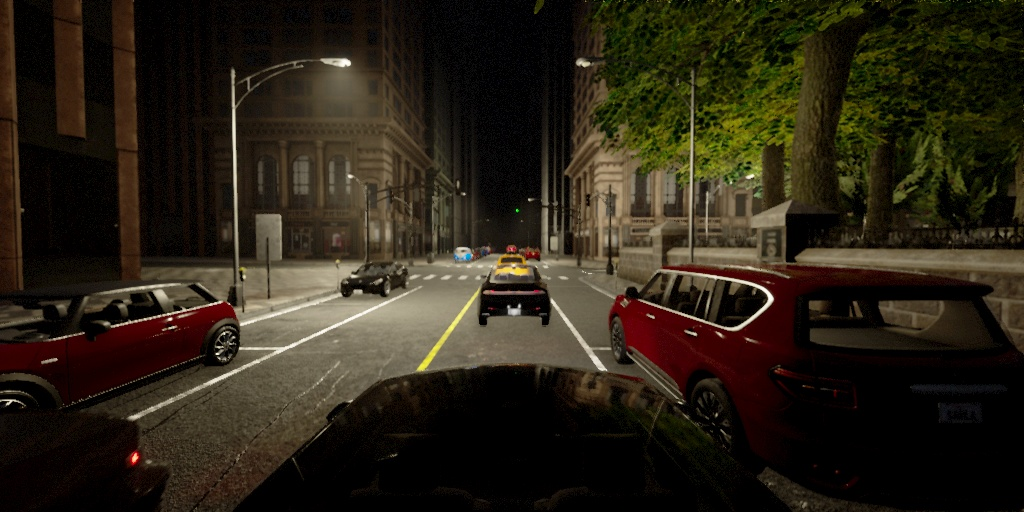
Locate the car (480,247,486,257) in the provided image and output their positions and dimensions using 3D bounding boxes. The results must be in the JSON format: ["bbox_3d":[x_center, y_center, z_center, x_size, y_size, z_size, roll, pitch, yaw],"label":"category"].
[{"bbox_3d":[-5.827,-0.284,58.610,1.948,1.339,4.313,0,0,0],"label":"car"}]

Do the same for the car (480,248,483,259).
[{"bbox_3d":[-5.821,-0.156,53.171,1.888,1.381,4.507,0,0,0],"label":"car"}]

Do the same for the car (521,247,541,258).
[{"bbox_3d":[2.711,-0.238,47.751,2.192,1.841,5.009,0,0,0],"label":"car"}]

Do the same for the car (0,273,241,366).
[{"bbox_3d":[-5.765,1.108,4.604,1.967,1.591,4.097,0,0,0],"label":"car"}]

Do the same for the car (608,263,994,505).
[{"bbox_3d":[2.760,0.981,4.625,2.192,1.841,5.009,0,0,0],"label":"car"}]

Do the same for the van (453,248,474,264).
[{"bbox_3d":[-5.808,-0.061,42.294,1.690,1.789,3.998,0,0,0],"label":"van"}]

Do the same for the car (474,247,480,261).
[{"bbox_3d":[-5.815,-0.112,47.732,1.967,1.591,4.097,0,0,0],"label":"car"}]

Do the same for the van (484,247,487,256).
[{"bbox_3d":[-5.833,-0.657,64.050,1.690,1.789,3.998,0,0,0],"label":"van"}]

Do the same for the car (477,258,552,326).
[{"bbox_3d":[0.060,0.988,10.582,2.128,1.511,4.902,0,2,0],"label":"car"}]

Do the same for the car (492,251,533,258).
[{"bbox_3d":[-0.020,0.679,20.859,1.882,1.535,5.008,0,2,0],"label":"car"}]

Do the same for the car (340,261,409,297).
[{"bbox_3d":[-5.778,0.917,15.647,1.948,1.339,4.313,0,0,0],"label":"car"}]
